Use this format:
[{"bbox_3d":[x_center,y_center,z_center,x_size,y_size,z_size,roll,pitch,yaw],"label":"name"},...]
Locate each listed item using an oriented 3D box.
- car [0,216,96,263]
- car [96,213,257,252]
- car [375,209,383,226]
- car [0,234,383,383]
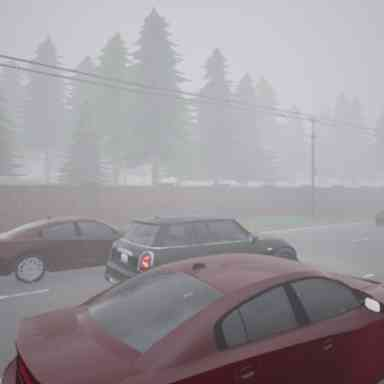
[{"bbox_3d":[-3.205,1.428,9.523,5.008,1.535,1.882,0,0,-35],"label":"car"},{"bbox_3d":[0.411,1.309,7.774,4.553,1.767,2.097,0,0,-35],"label":"car"},{"bbox_3d":[13.520,1.439,21.157,4.181,1.385,1.994,0,0,-35],"label":"car"},{"bbox_3d":[0.747,1.456,3.745,5.008,1.535,1.882,0,0,-35],"label":"car"}]
